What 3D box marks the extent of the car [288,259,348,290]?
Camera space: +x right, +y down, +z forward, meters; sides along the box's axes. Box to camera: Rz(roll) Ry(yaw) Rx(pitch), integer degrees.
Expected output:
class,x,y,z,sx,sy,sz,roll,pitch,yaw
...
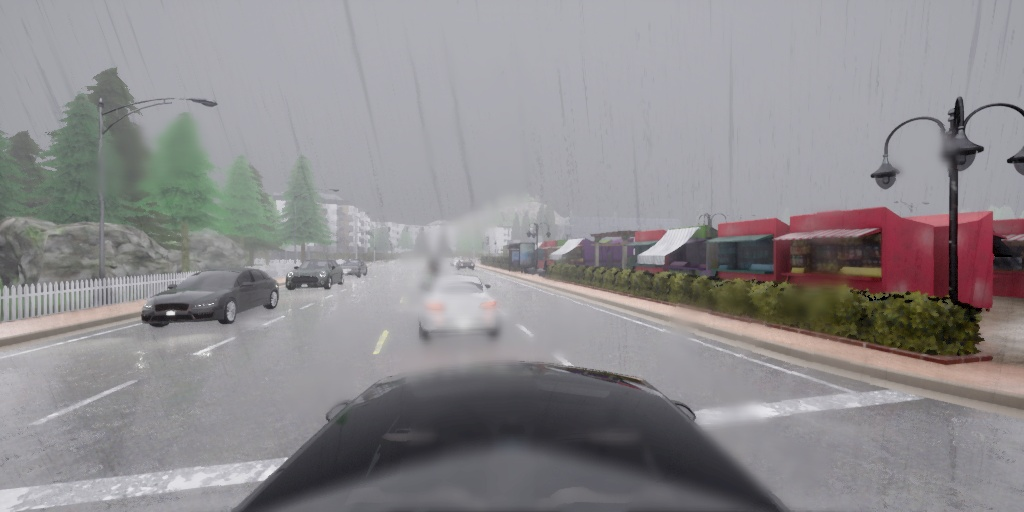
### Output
class,x,y,z,sx,sy,sz,roll,pitch,yaw
car,-11.433,0.965,21.062,2.097,1.767,4.553,0,0,-13

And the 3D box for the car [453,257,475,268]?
class,x,y,z,sx,sy,sz,roll,pitch,yaw
car,-5.712,1.047,43.749,1.895,1.301,4.718,0,0,-13

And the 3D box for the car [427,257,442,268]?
class,x,y,z,sx,sy,sz,roll,pitch,yaw
car,-10.959,0.898,50.798,1.837,1.490,4.892,0,0,-13

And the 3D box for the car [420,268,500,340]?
class,x,y,z,sx,sy,sz,roll,pitch,yaw
car,-1.494,1.225,9.769,1.812,1.442,4.674,0,0,-12

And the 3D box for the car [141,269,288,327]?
class,x,y,z,sx,sy,sz,roll,pitch,yaw
car,-9.210,1.190,11.466,1.837,1.490,4.892,0,0,-13

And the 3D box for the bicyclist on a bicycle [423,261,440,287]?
class,x,y,z,sx,sy,sz,roll,pitch,yaw
bicyclist on a bicycle,-4.349,1.078,19.612,0.582,1.620,1.656,0,1,25

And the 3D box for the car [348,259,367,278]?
class,x,y,z,sx,sy,sz,roll,pitch,yaw
car,-13.652,1.033,30.679,2.128,1.511,4.902,0,0,-13
